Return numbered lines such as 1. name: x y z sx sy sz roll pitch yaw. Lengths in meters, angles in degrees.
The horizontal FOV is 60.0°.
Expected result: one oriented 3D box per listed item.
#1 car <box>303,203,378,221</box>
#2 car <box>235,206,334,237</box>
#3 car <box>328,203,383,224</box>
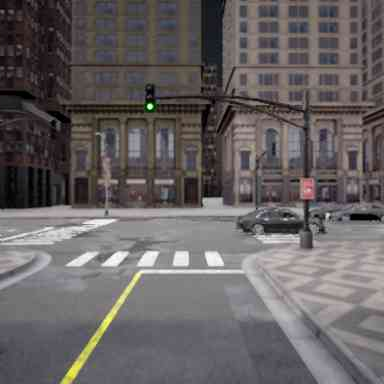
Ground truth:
1. car: 12.424 1.671 28.099 5.357 1.411 2.033 0 -1 0
2. car: 4.814 1.660 18.184 4.892 1.490 1.837 0 -1 0
3. car: 12.529 1.584 24.852 4.902 1.511 2.128 -1 -1 0
